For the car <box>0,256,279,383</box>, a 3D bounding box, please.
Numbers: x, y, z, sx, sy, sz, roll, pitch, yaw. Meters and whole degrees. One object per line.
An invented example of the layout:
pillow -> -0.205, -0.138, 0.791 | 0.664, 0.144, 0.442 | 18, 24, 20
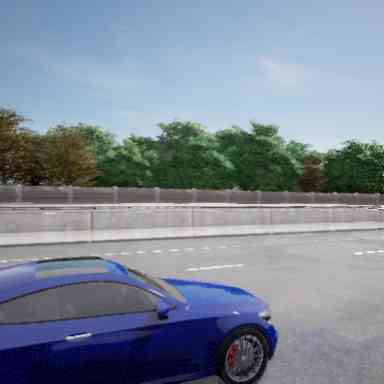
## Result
car -> -1.167, 1.536, 4.005 | 4.674, 1.442, 1.812 | 0, -1, -24
